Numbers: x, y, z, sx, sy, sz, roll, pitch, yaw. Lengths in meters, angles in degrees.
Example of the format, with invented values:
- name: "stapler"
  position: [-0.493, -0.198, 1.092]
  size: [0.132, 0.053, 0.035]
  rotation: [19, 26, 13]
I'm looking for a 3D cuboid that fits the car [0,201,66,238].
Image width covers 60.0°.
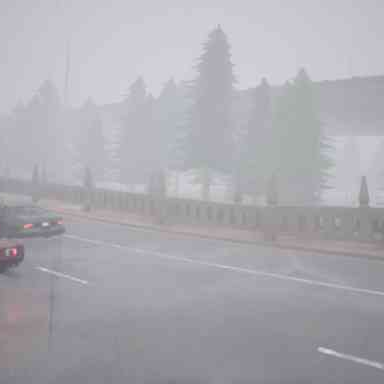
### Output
- name: "car"
  position: [-7.369, 1.074, 13.543]
  size: [5.357, 1.411, 2.033]
  rotation: [4, 3, 35]

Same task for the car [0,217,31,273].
- name: "car"
  position: [-6.382, 1.327, 8.542]
  size: [4.718, 1.301, 1.895]
  rotation: [3, 2, 35]
